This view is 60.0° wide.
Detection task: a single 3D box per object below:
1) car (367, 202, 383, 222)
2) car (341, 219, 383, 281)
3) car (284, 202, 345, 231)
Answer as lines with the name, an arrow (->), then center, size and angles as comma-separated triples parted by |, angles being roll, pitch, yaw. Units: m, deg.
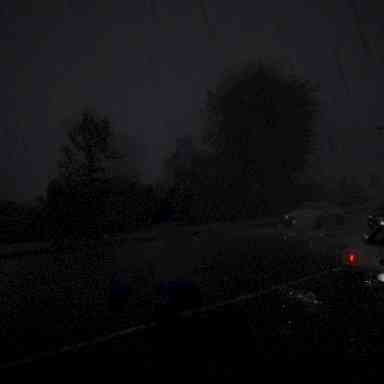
car -> 11.122, 1.227, 18.013 | 4.902, 1.511, 2.128 | -1, 1, -44
car -> 5.752, 1.474, 8.345 | 4.718, 1.301, 1.895 | -1, 1, -39
car -> 7.142, 1.297, 19.096 | 4.674, 1.442, 1.812 | -1, 1, -43
